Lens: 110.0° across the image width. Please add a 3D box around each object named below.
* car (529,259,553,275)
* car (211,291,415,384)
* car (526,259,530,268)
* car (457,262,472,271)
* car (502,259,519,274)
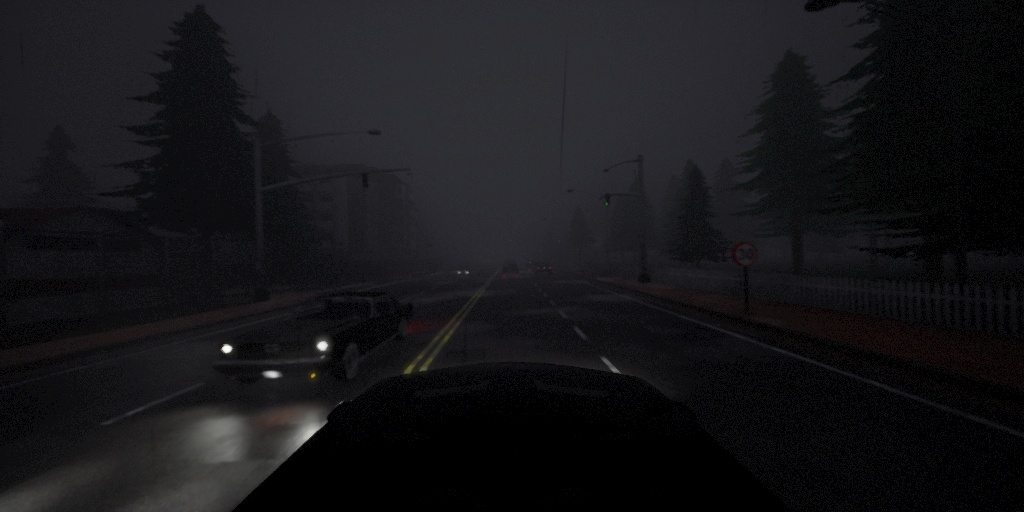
[{"bbox_3d":[3.319,1.265,39.116,2.033,1.411,5.357,-2,0,0],"label":"car"},{"bbox_3d":[-3.586,1.466,7.567,1.895,1.301,4.718,-2,0,0],"label":"car"},{"bbox_3d":[3.226,1.247,59.439,2.128,1.511,4.902,-2,0,0],"label":"car"},{"bbox_3d":[-7.324,1.608,56.223,2.033,1.411,5.357,-2,0,0],"label":"car"},{"bbox_3d":[-0.172,1.304,43.253,1.882,1.535,5.008,-2,0,0],"label":"car"}]
